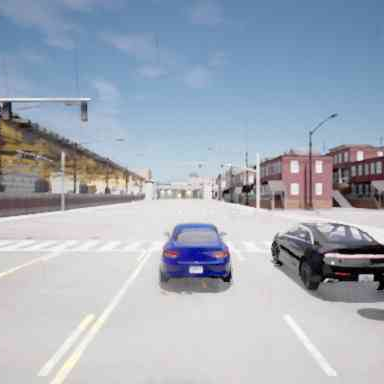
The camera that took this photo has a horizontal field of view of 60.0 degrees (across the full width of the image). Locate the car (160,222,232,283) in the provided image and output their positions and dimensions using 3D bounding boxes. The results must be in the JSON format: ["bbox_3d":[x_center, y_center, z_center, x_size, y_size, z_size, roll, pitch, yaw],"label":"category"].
[{"bbox_3d":[0.098,1.627,9.903,1.812,1.442,4.674,0,-1,0],"label":"car"}]

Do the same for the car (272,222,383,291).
[{"bbox_3d":[3.601,1.588,9.307,2.128,1.511,4.902,0,-1,0],"label":"car"}]
